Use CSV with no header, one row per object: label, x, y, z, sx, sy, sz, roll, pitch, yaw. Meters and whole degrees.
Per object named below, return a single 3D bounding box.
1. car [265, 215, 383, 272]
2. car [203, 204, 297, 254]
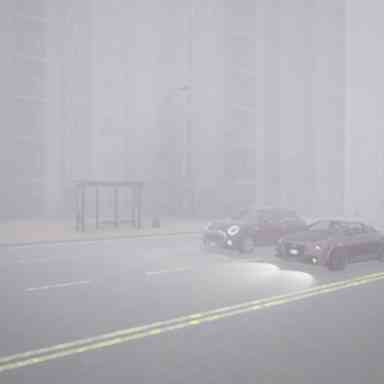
car,4.759,1.634,11.089,4.181,1.385,1.994,1,0,-32
car,2.696,1.421,13.919,4.553,1.767,2.097,1,0,-32
